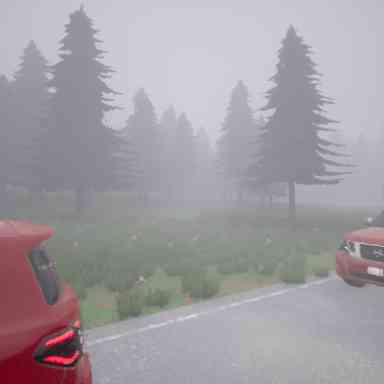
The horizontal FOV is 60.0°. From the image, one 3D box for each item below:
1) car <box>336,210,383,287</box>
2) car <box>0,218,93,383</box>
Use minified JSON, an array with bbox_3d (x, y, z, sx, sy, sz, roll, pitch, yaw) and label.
[{"bbox_3d":[5.880,1.217,8.176,5.566,2.045,2.150,0,0,-35],"label":"car"},{"bbox_3d":[-3.352,1.225,1.599,5.566,2.045,2.150,0,0,-36],"label":"car"}]
